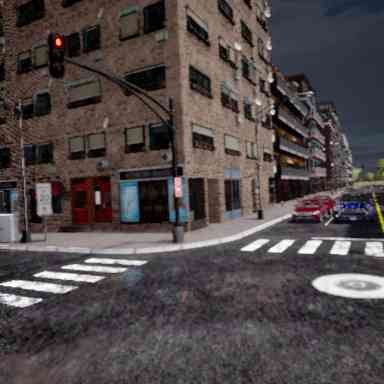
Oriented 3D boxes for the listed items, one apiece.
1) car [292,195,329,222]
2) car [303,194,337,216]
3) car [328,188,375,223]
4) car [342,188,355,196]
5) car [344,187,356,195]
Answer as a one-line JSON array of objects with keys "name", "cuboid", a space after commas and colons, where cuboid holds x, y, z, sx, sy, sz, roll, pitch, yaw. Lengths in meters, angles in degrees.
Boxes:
[{"name": "car", "cuboid": [7.496, 1.130, 21.121, 1.802, 1.307, 4.206, -3, 0, 28]}, {"name": "car", "cuboid": [10.127, 0.947, 26.048, 1.887, 1.381, 4.507, -3, 0, 28]}, {"name": "car", "cuboid": [9.674, 0.797, 19.846, 2.097, 1.767, 4.553, -3, 0, 28]}, {"name": "car", "cuboid": [28.565, -0.044, 60.557, 1.802, 1.307, 4.206, -3, 0, 28]}, {"name": "car", "cuboid": [31.202, -0.209, 65.495, 1.947, 1.339, 4.313, -3, 0, 28]}]
